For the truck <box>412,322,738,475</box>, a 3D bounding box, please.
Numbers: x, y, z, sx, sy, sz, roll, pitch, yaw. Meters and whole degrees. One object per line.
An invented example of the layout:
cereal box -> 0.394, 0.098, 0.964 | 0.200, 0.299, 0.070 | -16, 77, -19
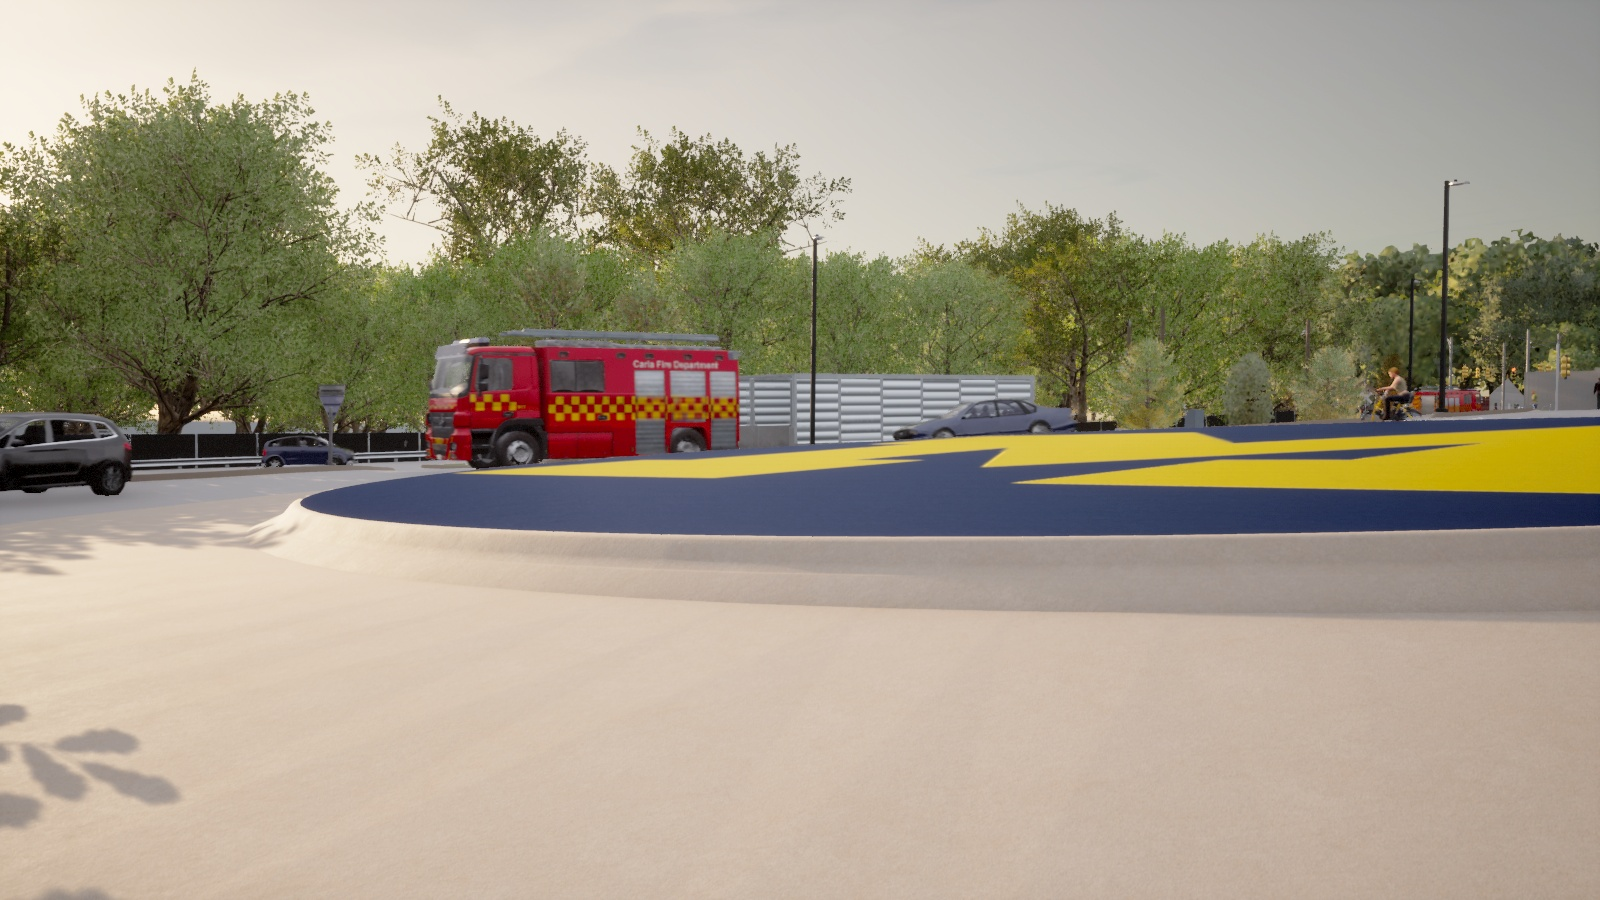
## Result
truck -> -6.113, -1.401, 34.998 | 8.468, 3.827, 2.891 | -1, 2, -34

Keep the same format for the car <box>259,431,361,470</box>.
car -> -20.883, -0.003, 53.658 | 3.705, 1.549, 1.789 | -1, 2, -8

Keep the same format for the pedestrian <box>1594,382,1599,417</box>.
pedestrian -> 43.222, -2.732, 67.768 | 0.720, 1.854, 0.376 | 0, 1, -42

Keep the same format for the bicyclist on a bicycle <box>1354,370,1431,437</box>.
bicyclist on a bicycle -> 14.880, -1.150, 31.562 | 0.866, 1.612, 1.509 | -1, 0, -44

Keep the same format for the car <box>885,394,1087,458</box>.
car -> 5.401, -0.696, 36.615 | 5.357, 1.411, 2.033 | -4, -2, -16

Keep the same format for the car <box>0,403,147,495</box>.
car -> -15.175, -0.067, 23.972 | 2.242, 1.667, 4.611 | 1, 2, 16
